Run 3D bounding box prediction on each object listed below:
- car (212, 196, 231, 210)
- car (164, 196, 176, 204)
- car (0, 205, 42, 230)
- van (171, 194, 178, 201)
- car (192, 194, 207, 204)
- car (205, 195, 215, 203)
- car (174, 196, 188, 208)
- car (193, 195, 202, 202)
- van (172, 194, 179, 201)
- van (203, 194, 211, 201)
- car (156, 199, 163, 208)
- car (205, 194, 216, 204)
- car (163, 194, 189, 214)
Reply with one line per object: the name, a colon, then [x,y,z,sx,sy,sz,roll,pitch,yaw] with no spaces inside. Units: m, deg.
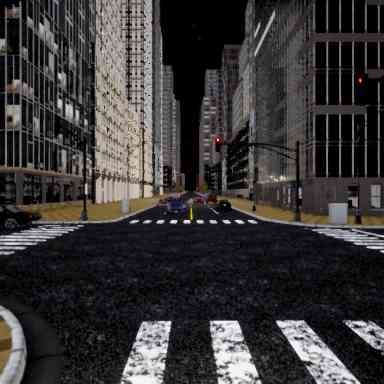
car: [3.892,1.577,41.791,1.947,1.339,4.313,0,0,0]
car: [-4.149,1.561,63.860,1.947,1.339,4.313,0,0,0]
car: [-11.378,1.412,19.137,4.718,1.301,1.895,1,0,-3]
van: [-4.232,1.317,80.443,1.690,1.788,3.998,0,0,0]
car: [1.262,1.596,63.075,1.895,1.301,4.718,0,0,0]
car: [3.704,1.429,69.428,1.967,1.590,4.097,0,0,0]
car: [-1.609,1.484,50.323,1.882,1.535,5.008,0,0,0]
car: [1.132,1.485,73.243,1.837,1.490,4.892,0,0,0]
van: [-4.260,1.311,85.971,1.690,1.788,3.998,0,0,0]
van: [3.648,1.317,80.483,1.690,1.788,3.998,0,0,0]
car: [-4.065,1.590,47.278,1.802,1.307,4.206,0,0,0]
car: [3.732,1.310,63.900,2.192,1.841,5.009,0,0,0]
car: [-1.540,1.366,34.653,2.097,1.767,4.553,0,0,0]
